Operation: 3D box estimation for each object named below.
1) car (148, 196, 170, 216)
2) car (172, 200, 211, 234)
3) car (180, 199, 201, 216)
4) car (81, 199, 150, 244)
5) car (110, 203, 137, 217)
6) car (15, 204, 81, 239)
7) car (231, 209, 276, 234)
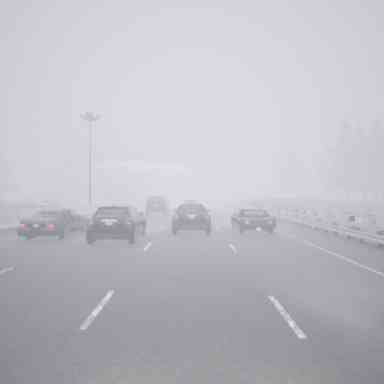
[{"bbox_3d":[-3.622,1.483,35.406,2.150,2.045,5.566,0,-1,0],"label":"car"},{"bbox_3d":[-0.029,1.410,19.801,2.097,1.767,4.553,0,0,0],"label":"car"},{"bbox_3d":[-0.124,1.623,35.975,2.097,1.767,4.553,0,-1,0],"label":"car"},{"bbox_3d":[-3.506,1.384,16.155,2.097,1.767,4.553,0,0,0],"label":"car"},{"bbox_3d":[-7.120,1.856,35.008,1.895,1.301,4.718,0,-1,0],"label":"car"},{"bbox_3d":[-7.015,1.588,17.429,2.033,1.411,5.357,0,0,0],"label":"car"},{"bbox_3d":[3.472,1.657,19.670,1.895,1.301,4.718,0,-1,0],"label":"car"}]
